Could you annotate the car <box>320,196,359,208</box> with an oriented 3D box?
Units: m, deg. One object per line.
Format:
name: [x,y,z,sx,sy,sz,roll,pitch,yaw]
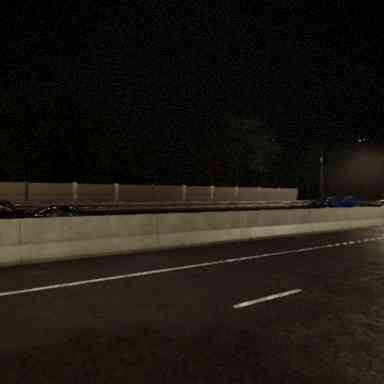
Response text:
car: [19.772,1.609,43.848,5.566,2.045,2.150,1,0,-35]

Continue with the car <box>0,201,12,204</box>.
car: [-12.890,1.510,20.593,4.902,1.511,2.128,1,0,-36]

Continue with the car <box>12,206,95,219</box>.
car: [-6.370,1.606,16.644,4.181,1.385,1.994,1,0,-35]

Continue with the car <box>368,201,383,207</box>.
car: [24.511,1.910,42.920,4.902,1.511,2.128,1,0,-35]

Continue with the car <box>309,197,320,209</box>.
car: [19.199,1.627,47.728,5.566,2.045,2.150,1,0,-35]

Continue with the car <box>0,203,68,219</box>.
car: [-8.274,1.549,19.585,4.892,1.490,1.837,1,0,-35]
